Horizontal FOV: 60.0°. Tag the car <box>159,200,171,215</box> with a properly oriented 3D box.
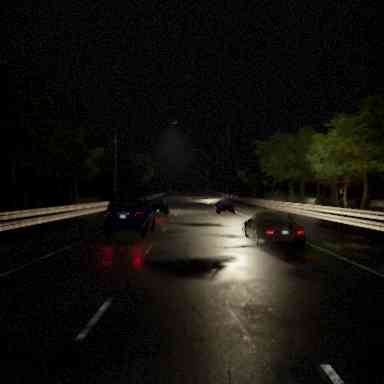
[{"bbox_3d":[-3.396,1.621,35.767,1.837,1.490,4.892,0,0,0],"label":"car"}]

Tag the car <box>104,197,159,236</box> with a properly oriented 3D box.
[{"bbox_3d":[-3.398,1.308,18.996,2.150,2.045,5.566,0,0,0],"label":"car"}]

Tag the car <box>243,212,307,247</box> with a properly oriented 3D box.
[{"bbox_3d":[3.603,1.623,15.351,2.033,1.411,5.357,0,0,0],"label":"car"}]

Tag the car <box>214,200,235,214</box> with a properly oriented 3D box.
[{"bbox_3d":[3.603,1.640,36.715,1.812,1.442,4.674,0,0,0],"label":"car"}]
